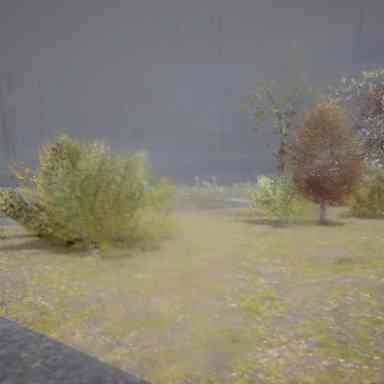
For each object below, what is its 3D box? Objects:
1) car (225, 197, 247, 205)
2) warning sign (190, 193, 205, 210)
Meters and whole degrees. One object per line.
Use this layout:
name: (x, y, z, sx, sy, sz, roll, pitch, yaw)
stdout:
car: (7.208, 1.414, 52.899, 1.895, 1.301, 4.718, 0, 1, 41)
warning sign: (0.620, 1.027, 36.910, 1.300, 1.860, 1.060, 0, 0, 40)
